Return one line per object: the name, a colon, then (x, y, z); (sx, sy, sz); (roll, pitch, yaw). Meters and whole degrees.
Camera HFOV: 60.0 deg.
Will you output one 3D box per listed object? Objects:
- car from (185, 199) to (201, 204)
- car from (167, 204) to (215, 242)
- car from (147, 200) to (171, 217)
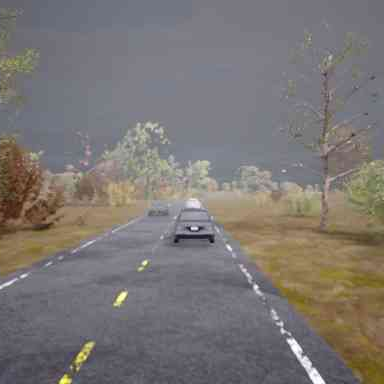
car: (0.101, 1.537, 41.088); (1.812, 1.442, 4.674); (0, 0, 0)
car: (0.102, 1.552, 16.214); (2.033, 1.411, 5.357); (0, 0, 0)
car: (-3.069, 1.514, 31.775); (1.837, 1.490, 4.892); (0, 0, 0)
